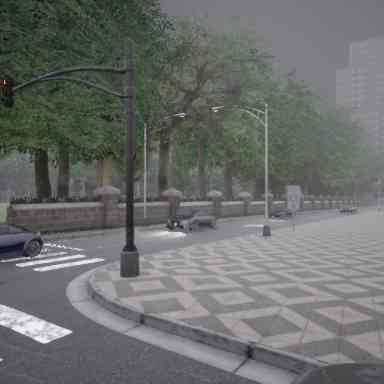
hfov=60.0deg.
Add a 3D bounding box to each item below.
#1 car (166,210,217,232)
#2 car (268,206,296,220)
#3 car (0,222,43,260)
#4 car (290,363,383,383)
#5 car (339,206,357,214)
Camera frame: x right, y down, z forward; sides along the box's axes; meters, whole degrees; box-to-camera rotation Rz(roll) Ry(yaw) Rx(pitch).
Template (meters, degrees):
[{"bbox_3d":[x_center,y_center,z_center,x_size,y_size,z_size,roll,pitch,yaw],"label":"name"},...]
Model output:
[{"bbox_3d":[0.061,1.986,23.496,1.994,1.385,4.181,0,-1,35],"label":"car"},{"bbox_3d":[10.139,2.335,37.717,2.033,1.411,5.357,0,-1,35],"label":"car"},{"bbox_3d":[-7.128,1.692,11.137,1.994,1.385,4.181,0,-1,21],"label":"car"},{"bbox_3d":[2.380,1.551,1.263,4.403,1.369,2.008,0,0,36],"label":"car"},{"bbox_3d":[25.180,2.845,53.470,1.895,1.301,4.718,0,-1,36],"label":"car"}]
